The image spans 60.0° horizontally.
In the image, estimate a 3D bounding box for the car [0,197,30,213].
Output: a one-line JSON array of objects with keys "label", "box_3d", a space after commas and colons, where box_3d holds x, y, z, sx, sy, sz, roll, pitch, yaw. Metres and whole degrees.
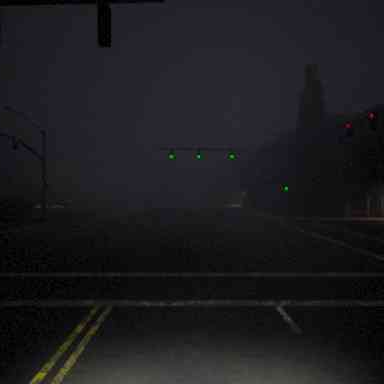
[{"label": "car", "box_3d": [-21.469, 1.464, 37.766, 4.605, 1.855, 1.932, 0, 0, 0]}]

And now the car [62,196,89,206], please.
[{"label": "car", "box_3d": [-21.438, 1.651, 60.284, 3.866, 1.878, 1.905, 0, 0, 0]}]

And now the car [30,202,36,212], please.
[{"label": "car", "box_3d": [-21.413, 1.490, 40.661, 3.866, 1.878, 1.905, 0, 0, 0]}]
